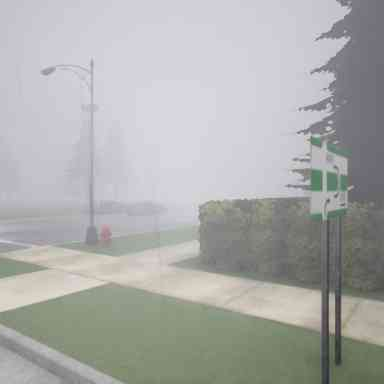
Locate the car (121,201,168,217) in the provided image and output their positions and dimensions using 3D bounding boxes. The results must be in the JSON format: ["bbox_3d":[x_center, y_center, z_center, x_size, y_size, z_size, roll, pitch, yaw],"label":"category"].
[{"bbox_3d":[-4.178,1.564,31.459,1.994,1.385,4.181,0,0,36],"label":"car"}]

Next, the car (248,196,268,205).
[{"bbox_3d":[11.927,1.525,59.666,1.812,1.442,4.674,0,0,36],"label":"car"}]

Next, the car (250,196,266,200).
[{"bbox_3d":[10.108,1.526,45.311,1.812,1.442,4.674,0,0,36],"label":"car"}]

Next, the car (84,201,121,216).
[{"bbox_3d":[-7.850,1.547,32.356,2.033,1.411,5.357,0,0,36],"label":"car"}]
